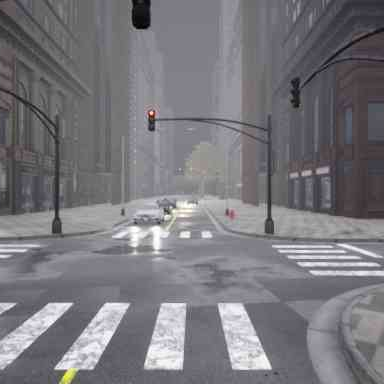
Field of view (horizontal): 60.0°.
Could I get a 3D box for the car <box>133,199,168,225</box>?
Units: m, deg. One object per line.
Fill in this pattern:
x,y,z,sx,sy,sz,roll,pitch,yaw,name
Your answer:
-3.082,1.523,24.463,1.812,1.442,4.674,0,0,0,car

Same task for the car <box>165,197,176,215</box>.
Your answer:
-3.075,1.547,34.873,2.033,1.411,5.357,0,0,0,car

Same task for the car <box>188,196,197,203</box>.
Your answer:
0.152,1.563,69.728,1.812,1.442,4.674,0,0,0,car

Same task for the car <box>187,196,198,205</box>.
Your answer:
0.133,1.573,59.379,2.033,1.411,5.357,0,0,0,car
